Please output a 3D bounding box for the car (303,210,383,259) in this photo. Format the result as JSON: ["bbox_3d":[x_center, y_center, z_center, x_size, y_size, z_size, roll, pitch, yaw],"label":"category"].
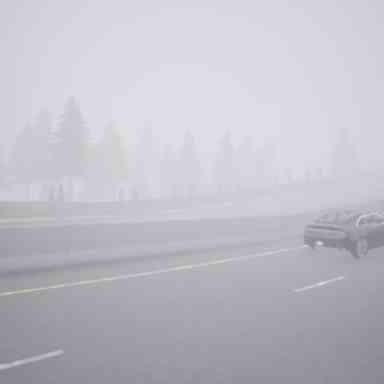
[{"bbox_3d":[6.271,1.448,12.571,4.902,1.511,2.128,-2,1,-35],"label":"car"}]
